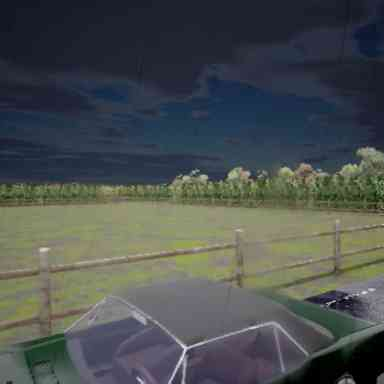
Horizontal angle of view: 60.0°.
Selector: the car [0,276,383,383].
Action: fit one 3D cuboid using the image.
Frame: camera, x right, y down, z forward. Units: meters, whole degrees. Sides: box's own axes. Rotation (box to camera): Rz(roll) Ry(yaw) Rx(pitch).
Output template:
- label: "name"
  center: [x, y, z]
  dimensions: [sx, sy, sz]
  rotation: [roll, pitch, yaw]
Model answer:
- label: "car"
  center: [-0.323, 1.595, 2.849]
  dimensions: [4.718, 1.301, 1.895]
  rotation: [0, 0, -35]
